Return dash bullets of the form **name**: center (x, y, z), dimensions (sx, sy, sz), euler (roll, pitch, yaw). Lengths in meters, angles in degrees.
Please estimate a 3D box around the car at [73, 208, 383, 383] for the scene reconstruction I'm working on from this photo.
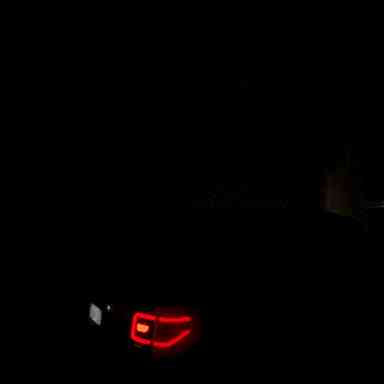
- **car**: center (1.281, 1.247, 4.657), dimensions (5.566, 2.045, 2.150), euler (0, 0, -35)

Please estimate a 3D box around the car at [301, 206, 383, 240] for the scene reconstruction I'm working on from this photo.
- **car**: center (8.499, 1.600, 18.644), dimensions (5.008, 1.535, 1.882), euler (0, 0, -35)

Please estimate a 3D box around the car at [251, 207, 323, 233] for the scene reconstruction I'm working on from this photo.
- **car**: center (6.170, 1.721, 21.282), dimensions (4.718, 1.301, 1.895), euler (0, 0, -35)
